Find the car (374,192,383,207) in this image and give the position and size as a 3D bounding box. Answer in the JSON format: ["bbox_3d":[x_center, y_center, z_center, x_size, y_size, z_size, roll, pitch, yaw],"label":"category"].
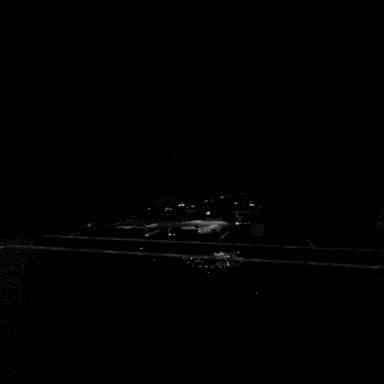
[{"bbox_3d":[19.893,0.714,34.233,2.033,1.411,5.357,0,1,14],"label":"car"}]

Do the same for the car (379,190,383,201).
[{"bbox_3d":[25.347,0.477,41.815,1.837,1.490,4.892,0,1,14],"label":"car"}]

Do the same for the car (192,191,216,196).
[{"bbox_3d":[0.661,0.913,33.884,2.033,1.411,5.357,0,1,14],"label":"car"}]

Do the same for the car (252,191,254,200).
[{"bbox_3d":[8.630,0.450,51.734,2.128,1.511,4.902,0,1,14],"label":"car"}]

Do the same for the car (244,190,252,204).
[{"bbox_3d":[6.154,0.694,41.629,1.812,1.442,4.674,0,1,14],"label":"car"}]

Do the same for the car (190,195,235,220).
[{"bbox_3d":[1.535,1.118,23.109,1.994,1.385,4.181,0,1,15],"label":"car"}]

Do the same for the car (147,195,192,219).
[{"bbox_3d":[-1.711,1.041,24.399,1.882,1.535,5.008,0,1,14],"label":"car"}]

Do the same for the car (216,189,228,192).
[{"bbox_3d":[3.056,0.653,43.696,2.128,1.511,4.902,0,1,14],"label":"car"}]

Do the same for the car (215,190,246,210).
[{"bbox_3d":[3.719,0.881,31.653,1.837,1.490,4.892,0,1,14],"label":"car"}]
